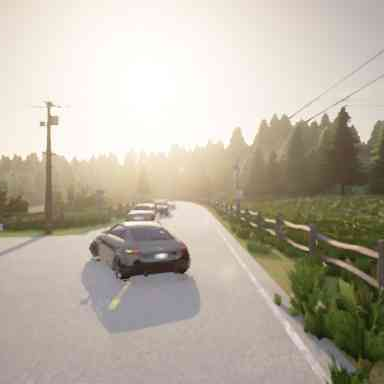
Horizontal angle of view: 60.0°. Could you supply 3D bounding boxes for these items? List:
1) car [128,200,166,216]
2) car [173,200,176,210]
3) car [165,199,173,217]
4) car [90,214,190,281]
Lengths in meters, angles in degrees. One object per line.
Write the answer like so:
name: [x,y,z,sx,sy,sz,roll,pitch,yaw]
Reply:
car: [-3.343,1.602,23.605,2.128,1.511,4.902,0,0,1]
car: [-3.327,1.749,47.937,1.812,1.442,4.674,0,0,-1]
car: [-3.244,1.635,33.829,1.882,1.535,5.008,0,0,0]
car: [-1.733,1.607,10.289,1.994,1.385,4.181,1,0,-28]
